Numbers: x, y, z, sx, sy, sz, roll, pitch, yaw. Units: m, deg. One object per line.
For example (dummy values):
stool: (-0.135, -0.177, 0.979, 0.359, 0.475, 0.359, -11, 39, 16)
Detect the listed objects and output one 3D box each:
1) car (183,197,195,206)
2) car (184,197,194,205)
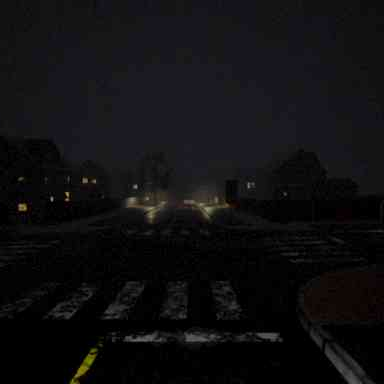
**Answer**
car: (-0.529, 1.711, 56.834, 1.812, 1.442, 4.674, 0, 0, -1)
car: (-0.686, 1.745, 66.862, 1.882, 1.535, 5.008, 0, -1, -2)
